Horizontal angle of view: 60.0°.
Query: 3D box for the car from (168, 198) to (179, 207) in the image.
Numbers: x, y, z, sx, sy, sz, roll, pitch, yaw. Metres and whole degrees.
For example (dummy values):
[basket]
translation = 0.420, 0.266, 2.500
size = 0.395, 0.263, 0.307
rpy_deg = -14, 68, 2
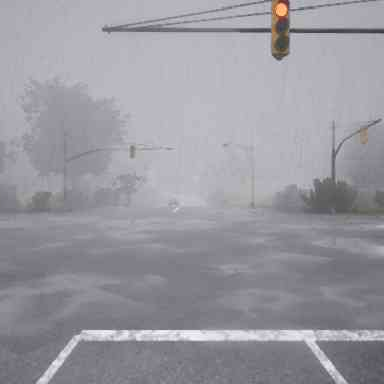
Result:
[car]
translation = -3.499, 1.973, 63.074
size = 1.837, 1.490, 4.892
rpy_deg = 0, -2, 0
